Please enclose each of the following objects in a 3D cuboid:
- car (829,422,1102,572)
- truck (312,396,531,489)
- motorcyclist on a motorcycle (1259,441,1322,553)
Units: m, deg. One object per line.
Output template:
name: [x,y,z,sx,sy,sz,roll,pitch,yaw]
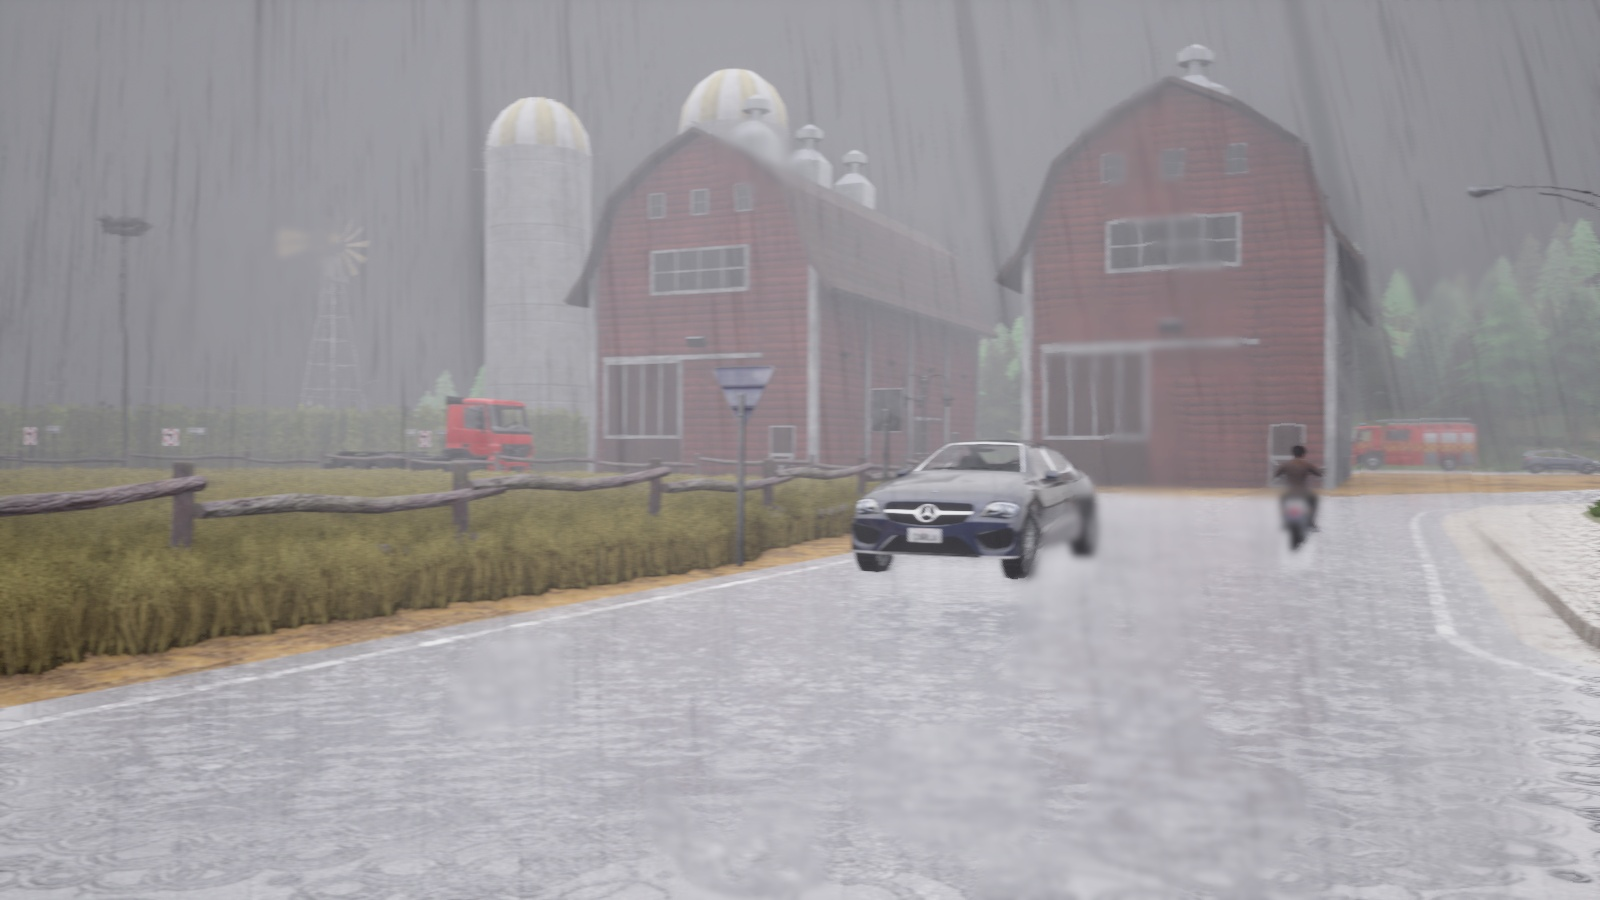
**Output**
car: [2.377,0.518,16.554,2.152,1.651,5.027,0,0,25]
truck: [-14.714,-0.282,48.880,7.936,3.462,2.891,0,0,18]
motorcyclist on a motorcycle: [7.724,0.697,19.722,0.766,1.649,2.350,0,0,25]
